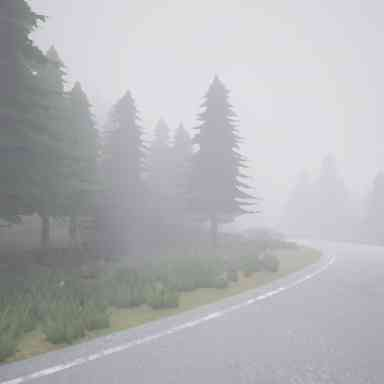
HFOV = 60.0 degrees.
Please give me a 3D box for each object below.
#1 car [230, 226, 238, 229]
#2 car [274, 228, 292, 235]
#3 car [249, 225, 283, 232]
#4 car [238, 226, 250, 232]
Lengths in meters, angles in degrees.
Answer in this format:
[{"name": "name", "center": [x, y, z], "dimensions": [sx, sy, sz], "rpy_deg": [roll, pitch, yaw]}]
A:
[{"name": "car", "center": [7.472, 6.513, 56.683], "dimensions": [2.033, 1.411, 5.357], "rpy_deg": [1, -6, 5]}, {"name": "car", "center": [23.547, 10.247, 86.111], "dimensions": [4.674, 1.442, 1.812], "rpy_deg": [8, -5, -36]}, {"name": "car", "center": [8.372, 4.542, 36.416], "dimensions": [1.994, 1.385, 4.181], "rpy_deg": [2, -6, -15]}, {"name": "car", "center": [8.699, 5.428, 46.623], "dimensions": [1.882, 1.535, 5.008], "rpy_deg": [2, -6, -14]}]
